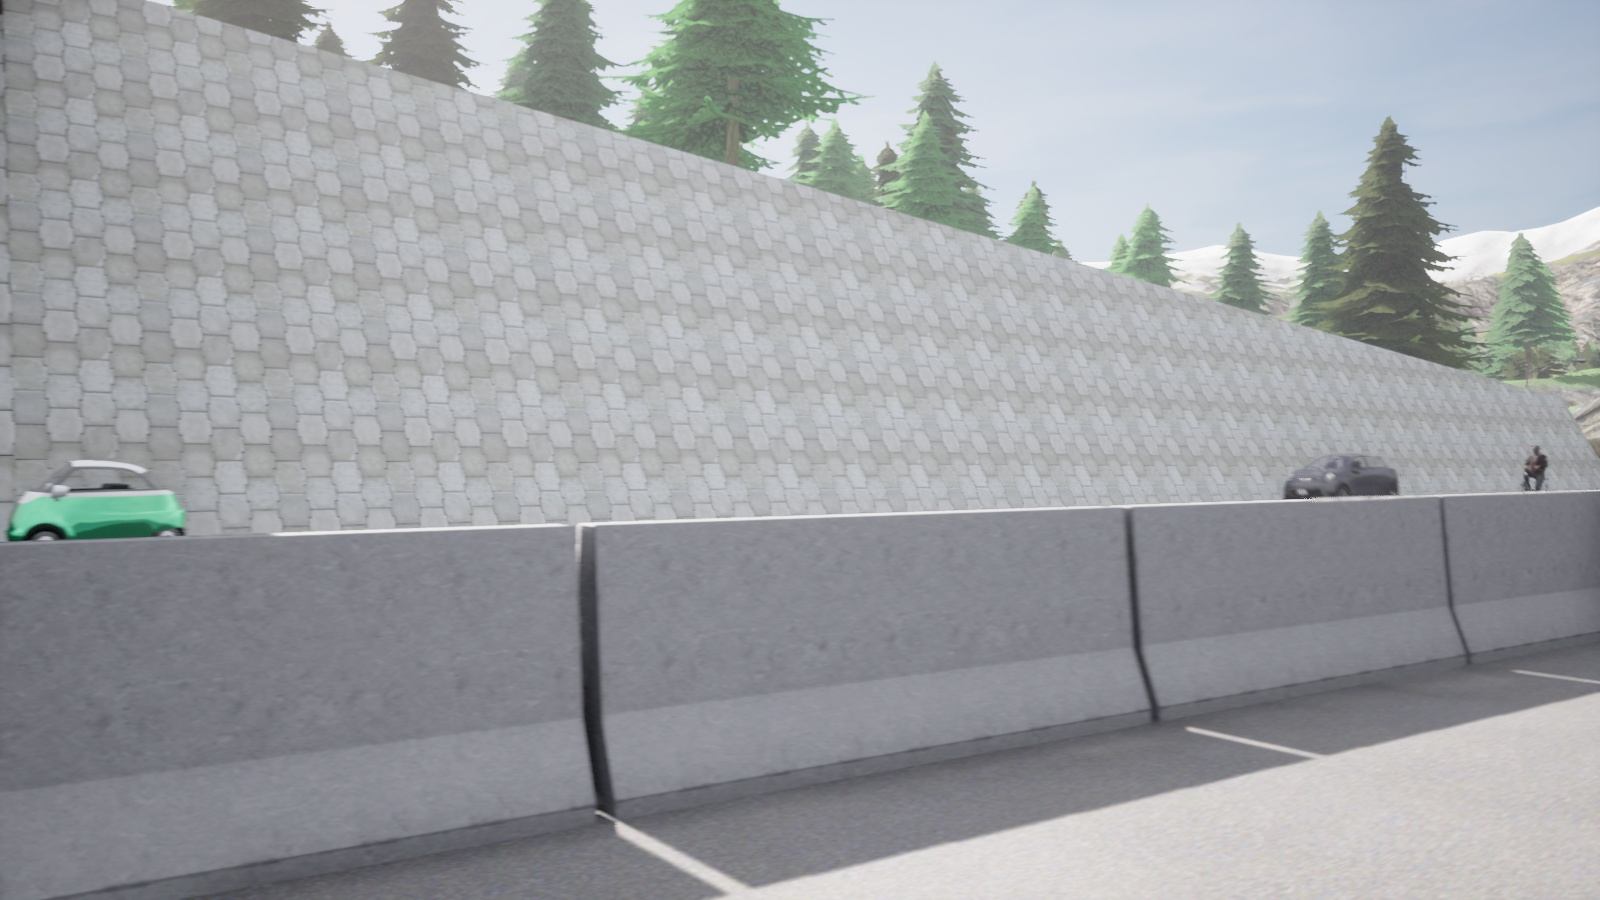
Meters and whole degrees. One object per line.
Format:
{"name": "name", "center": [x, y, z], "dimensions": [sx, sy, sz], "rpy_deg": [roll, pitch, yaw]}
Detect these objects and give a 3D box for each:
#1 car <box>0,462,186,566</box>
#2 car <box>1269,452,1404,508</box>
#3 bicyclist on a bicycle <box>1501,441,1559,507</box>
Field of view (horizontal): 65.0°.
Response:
{"name": "car", "center": [-10.120, 0.865, 17.936], "dimensions": [2.207, 1.376, 1.481], "rpy_deg": [0, 0, -35]}
{"name": "car", "center": [15.207, 0.814, 35.565], "dimensions": [3.633, 1.501, 1.845], "rpy_deg": [0, 0, -35]}
{"name": "bicyclist on a bicycle", "center": [20.236, 0.658, 34.801], "dimensions": [1.843, 1.776, 0.659], "rpy_deg": [0, 0, -35]}
